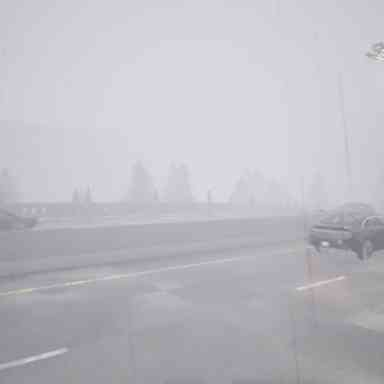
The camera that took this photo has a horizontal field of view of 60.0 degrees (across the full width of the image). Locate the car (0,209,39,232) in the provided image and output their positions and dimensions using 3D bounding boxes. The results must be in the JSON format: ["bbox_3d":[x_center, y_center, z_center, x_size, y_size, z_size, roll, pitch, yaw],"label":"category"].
[{"bbox_3d":[-10.898,1.607,17.715,4.718,1.301,1.895,0,0,-35],"label":"car"}]

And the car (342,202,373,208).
[{"bbox_3d":[15.682,2.019,32.353,5.566,2.045,2.150,5,-3,-35],"label":"car"}]

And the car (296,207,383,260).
[{"bbox_3d":[6.484,1.553,12.667,4.902,1.511,2.128,0,0,-35],"label":"car"}]

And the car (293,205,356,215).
[{"bbox_3d":[9.195,1.825,23.441,4.718,1.301,1.895,2,-1,-35],"label":"car"}]

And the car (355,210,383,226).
[{"bbox_3d":[22.678,3.332,41.623,5.008,1.535,1.882,8,-5,-35],"label":"car"}]
